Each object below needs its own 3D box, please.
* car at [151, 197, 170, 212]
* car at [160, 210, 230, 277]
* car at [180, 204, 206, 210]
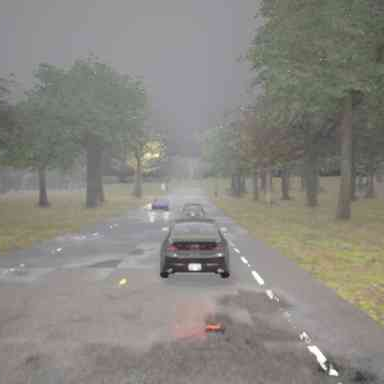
[{"bbox_3d":[-3.606,1.398,38.666,1.882,1.535,5.008,0,1,0],"label":"car"},{"bbox_3d":[0.078,1.537,10.384,1.837,1.490,4.892,0,0,0],"label":"car"},{"bbox_3d":[0.078,1.595,25.526,2.033,1.411,5.357,0,0,0],"label":"car"}]
